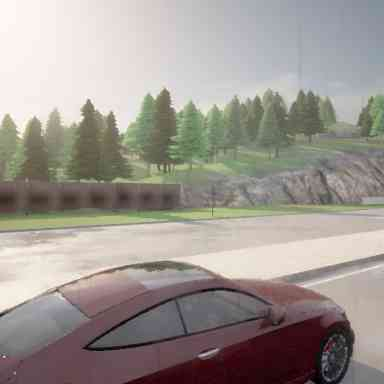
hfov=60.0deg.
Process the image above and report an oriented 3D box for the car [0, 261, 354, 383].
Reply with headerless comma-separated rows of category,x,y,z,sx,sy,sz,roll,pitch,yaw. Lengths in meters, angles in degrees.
car,-0.141,1.526,3.646,4.674,1.442,1.812,0,0,-35
